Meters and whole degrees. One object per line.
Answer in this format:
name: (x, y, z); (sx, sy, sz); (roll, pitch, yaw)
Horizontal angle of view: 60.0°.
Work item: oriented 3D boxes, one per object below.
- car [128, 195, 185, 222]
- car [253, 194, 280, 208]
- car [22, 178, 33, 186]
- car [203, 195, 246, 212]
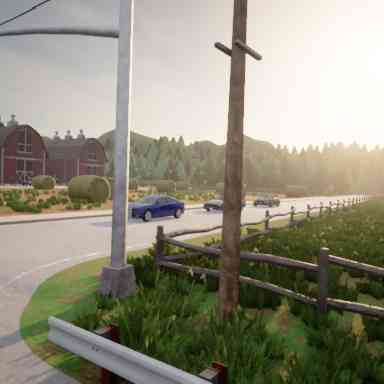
car: (-2.413, 0.936, 21.219); (1.882, 1.535, 5.008); (3, 2, 33)
car: (8.541, 0.989, 37.836); (1.994, 1.385, 4.181); (3, 2, 33)
car: (-38.963, -2.366, 79.376); (1.905, 1.878, 3.866); (8, 2, -13)
car: (3.025, 0.989, 29.481); (2.033, 1.411, 5.357); (3, 2, 33)
